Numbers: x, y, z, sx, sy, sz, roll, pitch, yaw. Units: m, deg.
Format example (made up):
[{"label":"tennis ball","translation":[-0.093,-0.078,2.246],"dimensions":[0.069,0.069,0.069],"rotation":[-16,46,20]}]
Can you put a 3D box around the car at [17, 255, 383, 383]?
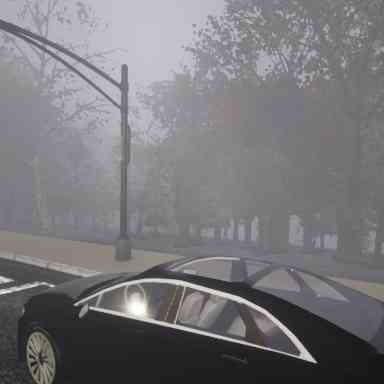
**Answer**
[{"label":"car","translation":[0.017,1.491,3.688],"dimensions":[4.902,1.511,2.128],"rotation":[0,0,34]}]
